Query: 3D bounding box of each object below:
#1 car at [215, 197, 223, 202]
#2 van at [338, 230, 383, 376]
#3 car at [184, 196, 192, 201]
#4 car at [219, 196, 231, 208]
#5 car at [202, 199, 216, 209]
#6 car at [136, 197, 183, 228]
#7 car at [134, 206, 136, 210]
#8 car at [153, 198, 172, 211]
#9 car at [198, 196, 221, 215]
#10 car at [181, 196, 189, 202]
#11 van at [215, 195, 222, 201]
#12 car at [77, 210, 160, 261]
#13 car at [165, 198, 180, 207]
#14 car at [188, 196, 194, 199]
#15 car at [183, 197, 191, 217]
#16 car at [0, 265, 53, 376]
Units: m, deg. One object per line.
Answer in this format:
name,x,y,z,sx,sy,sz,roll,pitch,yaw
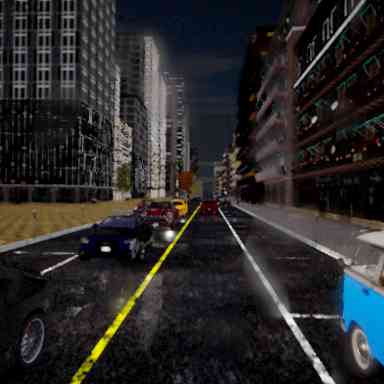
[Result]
car,6.986,1.850,85.917,1.802,1.307,4.206,1,0,3
van,2.791,1.378,3.035,1.690,1.788,3.998,1,0,3
car,-1.103,1.773,91.868,1.802,1.307,4.206,1,0,3
car,5.307,1.712,52.764,2.008,1.369,4.403,1,0,3
car,2.474,1.718,48.019,1.895,1.301,4.718,1,0,3
car,-2.032,1.363,22.101,2.097,1.767,4.553,1,0,3
car,-4.181,1.443,31.086,1.967,1.590,4.097,1,0,3
car,-3.630,1.557,41.968,1.752,1.417,4.829,1,0,3
car,1.854,1.561,35.782,1.882,1.535,5.008,1,0,3
car,-1.670,1.676,80.646,1.752,1.417,4.829,1,0,3
van,7.269,1.630,91.443,1.690,1.788,3.998,1,0,3
car,-2.556,1.552,12.106,1.994,1.385,4.181,1,0,2
car,-3.062,1.615,53.189,2.008,1.369,4.403,1,0,3
car,0.879,1.639,77.786,1.994,1.385,4.181,1,0,3
car,-1.486,1.514,32.122,1.882,1.535,5.008,1,0,4
car,-3.008,1.495,3.031,1.812,1.442,4.674,1,0,5
